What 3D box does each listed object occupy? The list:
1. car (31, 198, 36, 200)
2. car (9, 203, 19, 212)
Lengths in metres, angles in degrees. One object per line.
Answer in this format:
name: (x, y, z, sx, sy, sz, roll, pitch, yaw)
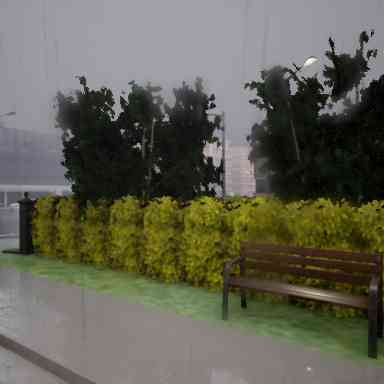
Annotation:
car: (-15.821, 1.513, 36.061, 1.994, 1.385, 4.181, 0, 0, 35)
car: (-18.543, 1.476, 38.297, 1.812, 1.442, 4.674, 0, 0, 33)
